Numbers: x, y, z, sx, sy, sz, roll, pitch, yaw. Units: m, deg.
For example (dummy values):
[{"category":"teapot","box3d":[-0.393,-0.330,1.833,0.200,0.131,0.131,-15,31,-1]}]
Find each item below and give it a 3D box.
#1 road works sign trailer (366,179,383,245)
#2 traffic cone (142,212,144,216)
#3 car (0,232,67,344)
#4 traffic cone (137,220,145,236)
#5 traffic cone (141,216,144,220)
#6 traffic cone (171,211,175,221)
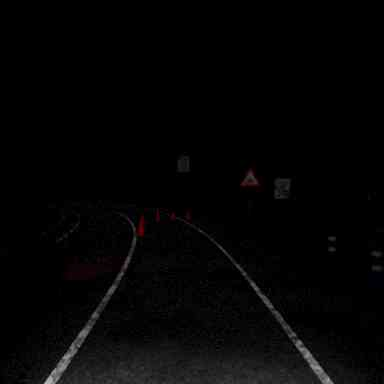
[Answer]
[{"category":"road works sign trailer","box3d":[7.410,0.865,10.631,2.380,2.880,3.560,43,2,-1]},{"category":"traffic cone","box3d":[-2.927,1.650,19.555,0.340,0.580,0.340,-1,1,-8]},{"category":"car","box3d":[-3.615,1.507,5.781,1.812,1.442,4.674,0,1,-3]},{"category":"traffic cone","box3d":[-2.387,1.735,15.592,0.340,0.580,0.340,-1,1,-8]},{"category":"traffic cone","box3d":[-2.657,1.693,17.574,0.340,0.580,0.340,-1,1,-8]},{"category":"traffic cone","box3d":[-1.224,1.556,21.796,0.340,0.580,0.340,-1,1,-7]}]
